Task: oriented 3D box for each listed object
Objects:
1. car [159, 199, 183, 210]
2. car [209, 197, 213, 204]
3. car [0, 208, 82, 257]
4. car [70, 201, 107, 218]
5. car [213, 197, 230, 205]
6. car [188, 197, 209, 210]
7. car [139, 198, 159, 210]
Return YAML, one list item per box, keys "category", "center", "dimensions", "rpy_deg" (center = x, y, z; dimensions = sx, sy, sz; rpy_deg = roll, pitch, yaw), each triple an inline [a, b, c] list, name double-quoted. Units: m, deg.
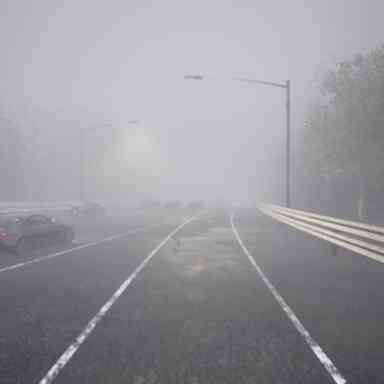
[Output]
- category: "car"
  center: [-2.671, 1.775, 48.194]
  dimensions: [2.128, 1.511, 4.902]
  rpy_deg: [0, -1, 12]
- category: "car"
  center: [4.242, 2.165, 81.183]
  dimensions: [1.812, 1.442, 4.674]
  rpy_deg: [0, -1, 12]
- category: "car"
  center: [-6.446, 1.532, 13.055]
  dimensions: [1.994, 1.385, 4.181]
  rpy_deg: [2, 0, 12]
- category: "car"
  center: [-9.780, 1.606, 31.360]
  dimensions: [1.812, 1.442, 4.674]
  rpy_deg: [0, -1, 12]
- category: "car"
  center: [6.825, 1.965, 76.441]
  dimensions: [2.097, 1.767, 4.553]
  rpy_deg: [0, -1, 12]
- category: "car"
  center: [0.735, 1.773, 47.426]
  dimensions: [1.882, 1.535, 5.008]
  rpy_deg: [0, -1, 12]
- category: "car"
  center: [-6.099, 1.622, 48.909]
  dimensions: [2.097, 1.767, 4.553]
  rpy_deg: [0, -1, 12]
